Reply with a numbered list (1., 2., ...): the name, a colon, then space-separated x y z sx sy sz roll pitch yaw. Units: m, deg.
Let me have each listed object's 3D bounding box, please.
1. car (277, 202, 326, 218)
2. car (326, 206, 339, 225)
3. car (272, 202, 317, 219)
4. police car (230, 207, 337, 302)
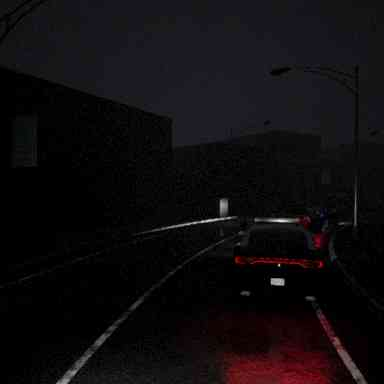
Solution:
1. car: 5.408 1.367 17.151 2.097 1.767 4.553 1 0 27
2. car: 8.324 1.559 21.974 1.812 1.442 4.674 1 0 35
3. car: 9.371 1.601 30.115 4.718 1.301 1.895 0 1 -45
4. police car: 2.174 1.429 8.548 1.930 1.638 5.238 0 0 14
